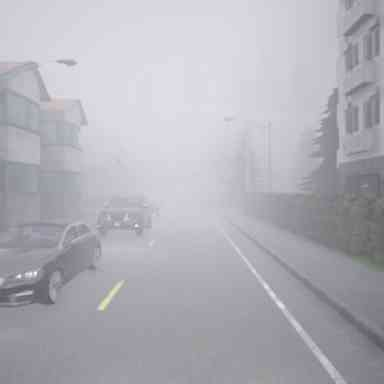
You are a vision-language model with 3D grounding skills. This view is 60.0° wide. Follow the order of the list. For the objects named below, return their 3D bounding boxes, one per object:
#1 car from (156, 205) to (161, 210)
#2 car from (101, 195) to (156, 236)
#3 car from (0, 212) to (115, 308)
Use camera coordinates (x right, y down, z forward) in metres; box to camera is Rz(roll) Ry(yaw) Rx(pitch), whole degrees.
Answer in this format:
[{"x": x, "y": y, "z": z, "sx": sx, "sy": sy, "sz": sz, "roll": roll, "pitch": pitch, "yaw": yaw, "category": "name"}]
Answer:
[{"x": -3.498, "y": 1.264, "z": 27.711, "sx": 1.895, "sy": 1.301, "sz": 4.718, "roll": 0, "pitch": 0, "yaw": 0, "category": "car"}, {"x": -3.576, "y": 1.188, "z": 18.681, "sx": 2.150, "sy": 2.045, "sz": 5.566, "roll": 0, "pitch": 0, "yaw": 0, "category": "car"}, {"x": -3.597, "y": 1.476, "z": 8.106, "sx": 2.128, "sy": 1.511, "sz": 4.902, "roll": 0, "pitch": 0, "yaw": 0, "category": "car"}]
